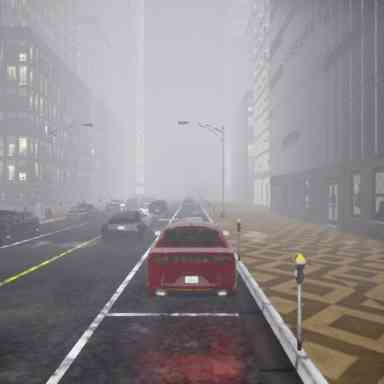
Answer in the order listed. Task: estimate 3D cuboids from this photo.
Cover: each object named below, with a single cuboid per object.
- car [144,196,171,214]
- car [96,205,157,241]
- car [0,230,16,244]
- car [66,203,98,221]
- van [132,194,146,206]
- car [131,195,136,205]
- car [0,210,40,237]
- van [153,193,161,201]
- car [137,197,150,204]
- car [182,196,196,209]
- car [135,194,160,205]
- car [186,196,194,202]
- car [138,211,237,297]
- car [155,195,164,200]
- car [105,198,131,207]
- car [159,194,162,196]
[{"bbox_3d":[-3.114,1.467,32.509,1.882,1.535,5.008,0,0,1],"label":"car"},{"bbox_3d":[-3.126,1.562,16.785,1.994,1.385,4.181,0,0,1],"label":"car"},{"bbox_3d":[-3.146,1.351,1.633,2.097,1.767,4.553,0,0,0],"label":"car"},{"bbox_3d":[-8.832,1.575,27.183,1.802,1.307,4.206,0,0,0],"label":"car"},{"bbox_3d":[-8.832,1.315,55.646,1.690,1.788,3.998,0,0,0],"label":"van"},{"bbox_3d":[-8.832,1.523,49.953,1.887,1.381,4.507,0,0,0],"label":"car"},{"bbox_3d":[-8.833,1.563,15.800,1.947,1.339,4.313,0,0,0],"label":"car"},{"bbox_3d":[-8.831,1.285,84.106,1.690,1.788,3.998,0,0,0],"label":"van"},{"bbox_3d":[-8.832,1.550,61.338,1.802,1.307,4.206,0,0,0],"label":"car"},{"bbox_3d":[-0.452,1.548,44.248,1.947,1.339,4.313,0,0,0],"label":"car"},{"bbox_3d":[-6.169,1.473,46.816,2.128,1.511,4.902,0,0,1],"label":"car"},{"bbox_3d":[-0.452,1.533,78.399,1.802,1.307,4.206,0,0,0],"label":"car"},{"bbox_3d":[-0.006,1.477,8.649,1.882,1.535,5.008,0,0,0],"label":"car"},{"bbox_3d":[-8.832,1.504,89.799,1.947,1.339,4.313,0,0,0],"label":"car"},{"bbox_3d":[-8.833,1.537,38.569,2.008,1.369,4.403,0,0,0],"label":"car"},{"bbox_3d":[-8.832,1.391,78.413,1.967,1.590,4.097,0,0,0],"label":"car"}]
